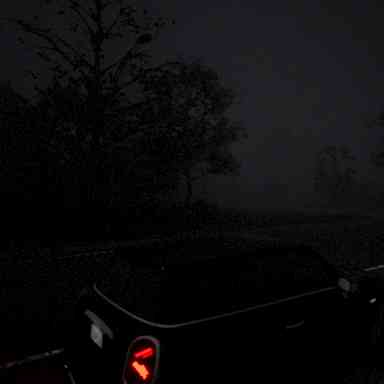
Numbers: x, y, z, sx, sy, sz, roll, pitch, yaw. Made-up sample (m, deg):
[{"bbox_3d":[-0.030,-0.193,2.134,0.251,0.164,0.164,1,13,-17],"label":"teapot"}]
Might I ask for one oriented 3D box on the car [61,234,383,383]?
[{"bbox_3d":[0.849,1.345,4.309,4.553,1.767,2.097,0,0,-35],"label":"car"}]
